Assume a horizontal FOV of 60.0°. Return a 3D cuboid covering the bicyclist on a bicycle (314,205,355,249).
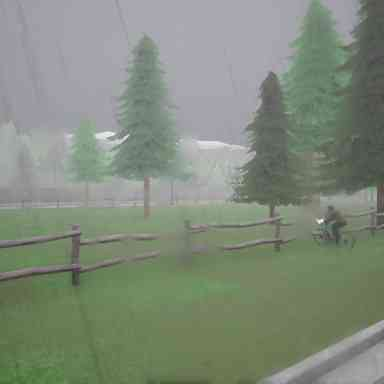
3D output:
[{"bbox_3d":[5.419,1.348,12.706,0.582,1.620,1.656,0,3,-37],"label":"bicyclist on a bicycle"}]
